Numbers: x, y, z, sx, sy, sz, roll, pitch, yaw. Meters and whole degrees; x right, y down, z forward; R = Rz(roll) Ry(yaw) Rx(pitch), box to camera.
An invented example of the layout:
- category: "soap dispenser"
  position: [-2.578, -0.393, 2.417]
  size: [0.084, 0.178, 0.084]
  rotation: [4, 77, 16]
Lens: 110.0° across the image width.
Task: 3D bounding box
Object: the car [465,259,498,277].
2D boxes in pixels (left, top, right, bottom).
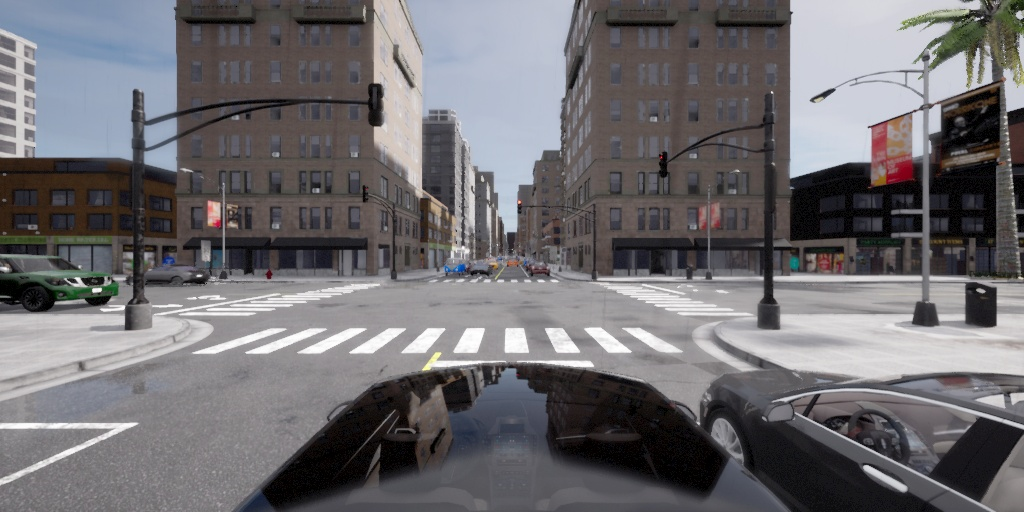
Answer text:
- category: "car"
  position: [-2.999, 1.295, 36.636]
  size: [2.033, 1.411, 5.357]
  rotation: [0, 0, 4]

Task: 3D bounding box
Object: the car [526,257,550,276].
- category: "car"
  position: [2.742, 1.188, 36.428]
  size: [1.967, 1.591, 4.097]
  rotation: [0, 0, 0]

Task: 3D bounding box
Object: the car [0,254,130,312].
- category: "car"
  position: [-18.522, 0.947, 13.592]
  size: [5.566, 2.045, 2.150]
  rotation: [0, 0, 0]

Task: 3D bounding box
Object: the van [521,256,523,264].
- category: "van"
  position: [2.796, 1.087, 59.105]
  size: [1.690, 1.789, 3.998]
  rotation: [0, 0, 0]

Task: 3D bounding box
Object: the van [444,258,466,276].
- category: "van"
  position: [-5.784, 1.089, 36.446]
  size: [1.690, 1.789, 3.998]
  rotation: [0, 0, 0]

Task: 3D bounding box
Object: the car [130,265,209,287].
- category: "car"
  position: [-22.526, 1.269, 23.526]
  size: [4.181, 1.385, 1.994]
  rotation: [0, 0, -1]

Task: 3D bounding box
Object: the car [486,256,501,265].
- category: "car"
  position: [-2.988, 1.226, 50.869]
  size: [1.882, 1.535, 5.008]
  rotation: [0, 1, 0]

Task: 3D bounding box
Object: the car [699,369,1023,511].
- category: "car"
  position: [2.668, 1.300, 1.778]
  size: [2.007, 1.370, 4.403]
  rotation: [0, 0, 0]

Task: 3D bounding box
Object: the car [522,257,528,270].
- category: "car"
  position: [2.769, 1.187, 47.766]
  size: [1.967, 1.591, 4.097]
  rotation: [0, 0, 0]
